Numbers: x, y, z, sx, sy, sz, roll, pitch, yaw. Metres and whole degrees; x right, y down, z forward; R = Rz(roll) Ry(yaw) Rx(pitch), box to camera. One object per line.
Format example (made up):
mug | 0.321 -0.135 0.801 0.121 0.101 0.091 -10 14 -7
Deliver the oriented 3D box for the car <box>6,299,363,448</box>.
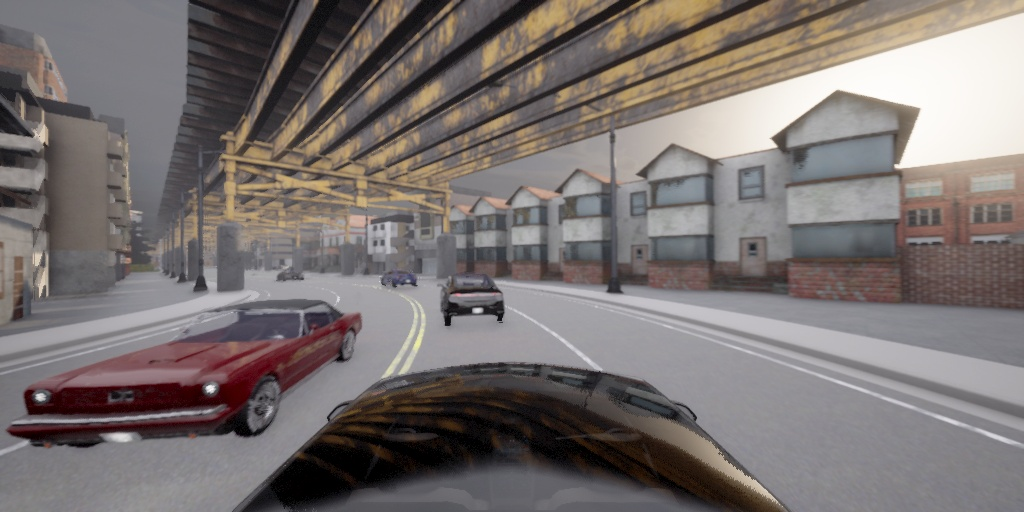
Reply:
car | -3.914 1.406 5.540 1.895 1.301 4.718 0 0 -7

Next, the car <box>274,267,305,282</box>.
car | -25.306 2.248 40.947 4.181 1.385 1.994 -2 -1 45

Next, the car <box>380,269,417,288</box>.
car | -9.149 1.765 28.929 1.812 1.442 4.674 0 -1 -35

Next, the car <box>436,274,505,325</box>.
car | -1.508 1.354 12.397 2.128 1.511 4.902 0 -1 -13
